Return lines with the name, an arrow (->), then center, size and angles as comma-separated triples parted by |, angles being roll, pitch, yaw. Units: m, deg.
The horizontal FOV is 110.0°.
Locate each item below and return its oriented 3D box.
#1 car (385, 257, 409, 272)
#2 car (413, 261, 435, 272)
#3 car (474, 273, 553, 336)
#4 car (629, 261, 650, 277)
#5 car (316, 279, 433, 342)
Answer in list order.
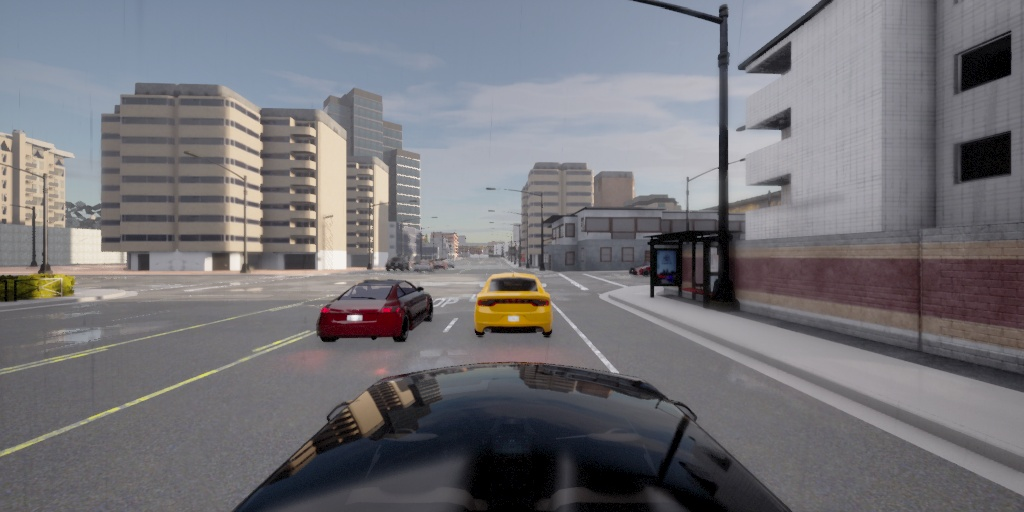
car -> -15.738, 1.140, 49.501 | 2.150, 2.045, 5.566 | 0, -1, -3
car -> -12.213, 1.510, 49.135 | 1.895, 1.301, 4.718 | 0, -1, -3
car -> 0.031, 1.228, 10.383 | 1.882, 1.535, 5.008 | 0, 0, 0
car -> 12.431, 1.078, 31.238 | 4.181, 1.385, 1.994 | -1, 0, -5
car -> -3.455, 1.314, 9.794 | 1.994, 1.385, 4.181 | 0, 0, -1
